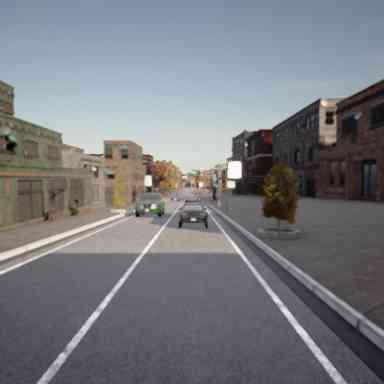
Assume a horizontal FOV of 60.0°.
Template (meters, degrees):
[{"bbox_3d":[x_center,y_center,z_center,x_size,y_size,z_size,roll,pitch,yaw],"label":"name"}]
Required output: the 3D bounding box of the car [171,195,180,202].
[{"bbox_3d":[-3.445,1.339,70.487,2.128,1.511,4.902,0,0,0],"label":"car"}]

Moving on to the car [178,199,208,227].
[{"bbox_3d":[0.090,1.443,21.945,1.812,1.442,4.674,0,0,0],"label":"car"}]

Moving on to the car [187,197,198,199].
[{"bbox_3d":[0.034,1.325,41.952,1.882,1.535,5.008,0,0,0],"label":"car"}]

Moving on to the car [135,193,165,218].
[{"bbox_3d":[-3.579,1.109,29.321,2.150,2.045,5.566,0,0,0],"label":"car"}]
